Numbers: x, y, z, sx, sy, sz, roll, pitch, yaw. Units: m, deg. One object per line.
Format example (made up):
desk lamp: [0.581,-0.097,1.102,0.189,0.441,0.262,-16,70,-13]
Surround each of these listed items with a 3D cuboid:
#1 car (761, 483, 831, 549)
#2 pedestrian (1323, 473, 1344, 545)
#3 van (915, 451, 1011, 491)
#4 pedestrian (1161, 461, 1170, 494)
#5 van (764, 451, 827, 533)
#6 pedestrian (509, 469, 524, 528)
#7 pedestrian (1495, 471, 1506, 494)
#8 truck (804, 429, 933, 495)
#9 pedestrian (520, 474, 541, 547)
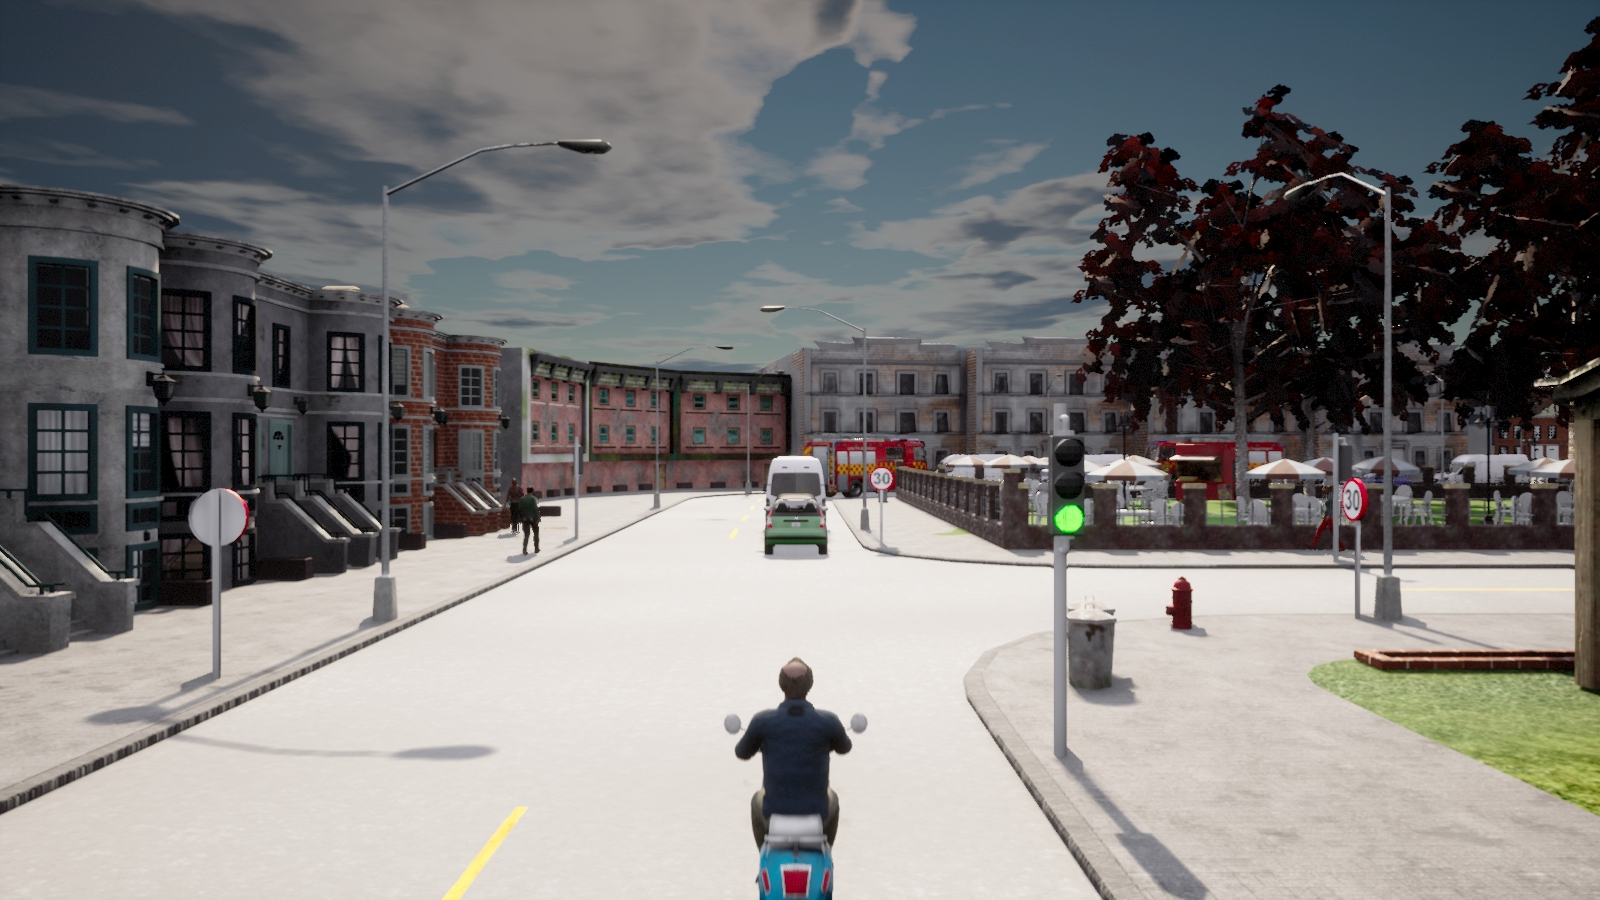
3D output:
car: [-0.119,1.798,32.178,1.851,1.617,3.988,0,0,0]
pedestrian: [13.919,1.534,29.833,0.375,1.860,0.375,0,0,1]
van: [10.548,1.356,74.234,5.915,2.561,1.988,0,0,0]
pedestrian: [20.973,1.559,65.523,0.375,1.860,0.375,0,0,0]
van: [-0.148,1.337,38.880,1.988,2.561,5.915,0,0,0]
pedestrian: [-9.097,1.545,36.619,0.375,1.860,0.375,0,0,2]
pedestrian: [40.215,1.842,65.587,0.375,1.300,0.375,0,0,0]
truck: [4.293,0.711,70.034,8.468,3.827,2.891,0,0,-43]
pedestrian: [-6.908,1.541,29.307,0.375,1.860,0.375,0,0,15]
